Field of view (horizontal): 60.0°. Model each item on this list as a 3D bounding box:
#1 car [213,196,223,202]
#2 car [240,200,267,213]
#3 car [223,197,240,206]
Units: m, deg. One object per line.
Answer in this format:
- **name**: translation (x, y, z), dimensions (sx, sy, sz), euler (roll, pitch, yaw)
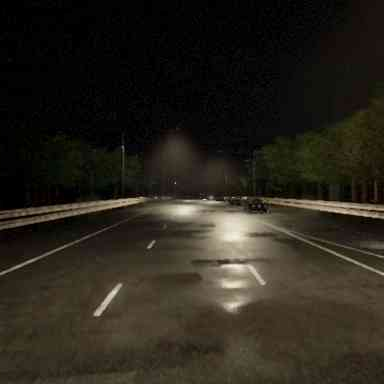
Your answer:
- **car**: translation (7.194, 1.823, 85.793), dimensions (1.994, 1.385, 4.181), euler (0, -1, 0)
- **car**: translation (7.030, 1.565, 37.214), dimensions (2.033, 1.411, 5.357), euler (0, 0, 0)
- **car**: translation (7.056, 1.538, 56.241), dimensions (2.128, 1.511, 4.902), euler (0, 0, 0)
